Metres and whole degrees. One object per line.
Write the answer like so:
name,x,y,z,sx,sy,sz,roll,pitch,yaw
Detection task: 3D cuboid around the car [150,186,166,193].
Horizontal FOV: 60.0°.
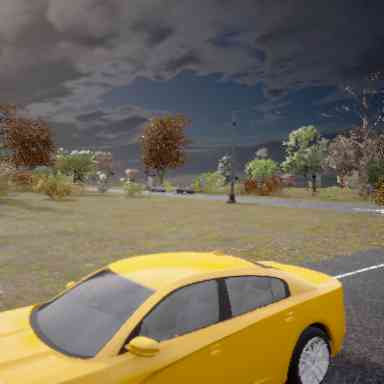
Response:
car,-6.956,-0.531,67.489,1.994,1.385,4.181,0,2,-36

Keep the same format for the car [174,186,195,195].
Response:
car,-1.363,-0.276,59.693,1.837,1.490,4.892,0,2,-36

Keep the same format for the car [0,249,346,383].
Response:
car,-0.352,1.475,3.621,5.008,1.535,1.882,0,0,-36
